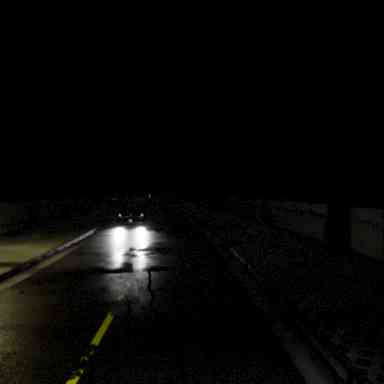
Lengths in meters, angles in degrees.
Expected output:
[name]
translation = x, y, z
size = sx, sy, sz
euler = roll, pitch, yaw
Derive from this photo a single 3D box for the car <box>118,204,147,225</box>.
[car]
translation = -4.256, 1.593, 24.081
size = 1.895, 1.301, 4.718
euler = 0, 0, -6
